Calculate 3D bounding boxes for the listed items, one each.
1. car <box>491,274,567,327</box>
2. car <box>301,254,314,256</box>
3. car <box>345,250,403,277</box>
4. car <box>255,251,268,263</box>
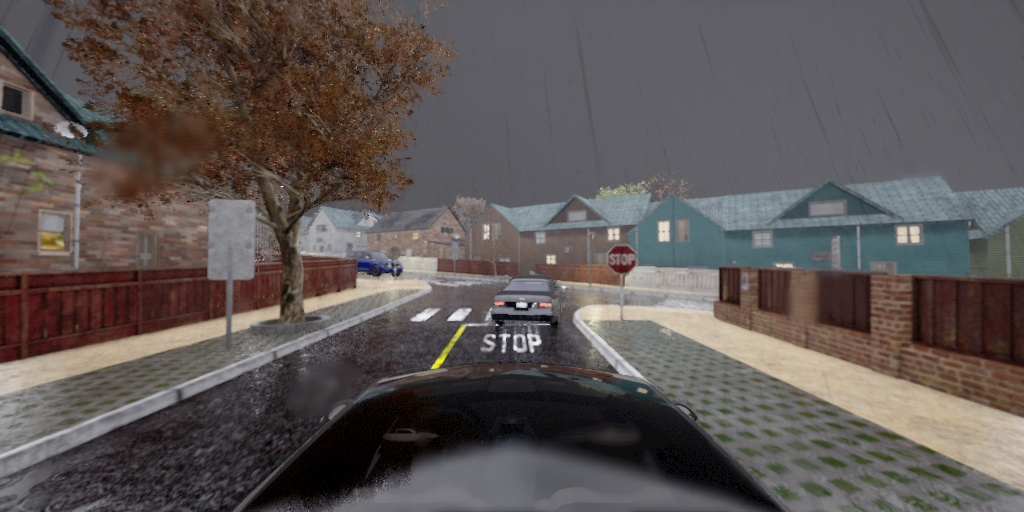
[{"bbox_3d":[0.716,1.305,11.696,2.033,1.411,5.357,0,0,11],"label":"car"},{"bbox_3d":[-19.851,0.542,34.282,4.892,1.490,1.837,2,0,32],"label":"car"},{"bbox_3d":[-11.235,0.587,28.876,5.566,2.045,2.150,2,0,32],"label":"car"},{"bbox_3d":[-28.962,0.177,40.007,5.008,1.535,1.882,2,0,32],"label":"car"}]
